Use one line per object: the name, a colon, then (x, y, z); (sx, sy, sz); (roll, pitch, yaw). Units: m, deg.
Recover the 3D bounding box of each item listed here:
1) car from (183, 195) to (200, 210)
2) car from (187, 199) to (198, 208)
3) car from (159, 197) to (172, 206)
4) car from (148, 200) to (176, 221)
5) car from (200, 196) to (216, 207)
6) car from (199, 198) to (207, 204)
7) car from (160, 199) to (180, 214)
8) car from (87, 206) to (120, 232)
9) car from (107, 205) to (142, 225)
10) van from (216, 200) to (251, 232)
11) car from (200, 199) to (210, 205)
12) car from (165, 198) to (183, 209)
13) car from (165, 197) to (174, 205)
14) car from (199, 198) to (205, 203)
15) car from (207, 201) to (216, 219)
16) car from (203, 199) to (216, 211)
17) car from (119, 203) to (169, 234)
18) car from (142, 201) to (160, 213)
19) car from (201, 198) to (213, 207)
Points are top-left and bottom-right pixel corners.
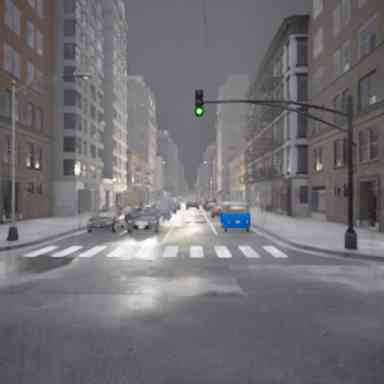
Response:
car: (0.089, 1.792, 51.298); (2.097, 1.767, 4.553); (0, 0, 0)
car: (0.106, 1.998, 61.328); (1.882, 1.535, 5.008); (0, 0, 0)
car: (-5.272, 1.878, 66.653); (2.192, 1.841, 5.009); (0, 0, 0)
car: (-2.798, 1.742, 30.185); (1.882, 1.535, 5.008); (0, 0, 0)
car: (2.724, 1.741, 49.601); (2.192, 1.841, 5.009); (0, 0, 0)
car: (2.783, 2.265, 83.685); (1.947, 1.339, 4.313); (0, 0, 0)
car: (-2.778, 1.907, 39.409); (1.994, 1.385, 4.181); (0, 0, 0)
car: (-5.351, 1.737, 21.198); (2.008, 1.369, 4.403); (0, 0, 0)
car: (-5.341, 1.781, 26.880); (1.887, 1.381, 4.507); (0, 0, 0)
van: (2.674, 1.527, 21.195); (1.690, 1.788, 3.998); (0, 0, 0)
car: (2.763, 2.159, 72.323); (2.008, 1.369, 4.403); (0, 0, 0)
car: (-2.720, 1.989, 49.431); (1.994, 1.385, 4.181); (0, 0, 1)
car: (-5.252, 2.095, 78.015); (1.967, 1.590, 4.097); (0, 0, 0)
car: (2.803, 2.316, 95.217); (1.752, 1.417, 4.829); (0, 0, 0)
car: (2.694, 1.867, 32.554); (1.802, 1.307, 4.206); (0, 0, 0)
car: (2.714, 1.962, 43.917); (1.802, 1.307, 4.206); (0, 0, 0)
car: (-2.801, 1.674, 20.742); (2.128, 1.511, 4.902); (0, 0, 0)
car: (-5.312, 1.905, 43.755); (1.752, 1.417, 4.829); (0, 0, 0)
car: (2.743, 1.957, 60.962); (1.967, 1.590, 4.097); (0, 0, 0)
